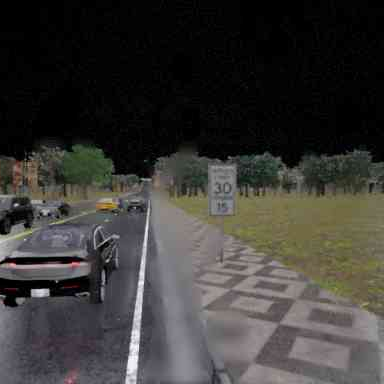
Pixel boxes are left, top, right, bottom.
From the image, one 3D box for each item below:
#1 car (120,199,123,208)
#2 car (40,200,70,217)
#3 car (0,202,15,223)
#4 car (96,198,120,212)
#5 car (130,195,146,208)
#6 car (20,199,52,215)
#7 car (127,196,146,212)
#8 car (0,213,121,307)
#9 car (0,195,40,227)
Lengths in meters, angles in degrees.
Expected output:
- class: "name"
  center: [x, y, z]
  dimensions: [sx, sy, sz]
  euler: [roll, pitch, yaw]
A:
- class: "car"
  center: [-11.270, 1.595, 49.185]
  dimensions: [2.033, 1.411, 5.357]
  euler: [0, 0, -7]
- class: "car"
  center: [-12.163, 1.491, 29.316]
  dimensions: [2.128, 1.511, 4.902]
  euler: [0, 0, -7]
- class: "car"
  center: [-14.805, 1.498, 24.187]
  dimensions: [1.812, 1.442, 4.674]
  euler: [0, 0, -7]
- class: "car"
  center: [-9.950, 1.511, 38.999]
  dimensions: [1.882, 1.535, 5.008]
  euler: [0, 0, -7]
- class: "car"
  center: [-8.118, 1.421, 50.350]
  dimensions: [2.097, 1.767, 4.553]
  euler: [0, 0, -7]
- class: "car"
  center: [-16.018, 1.513, 34.408]
  dimensions: [1.812, 1.442, 4.674]
  euler: [0, 0, -9]
- class: "car"
  center: [-6.857, 1.560, 40.539]
  dimensions: [1.837, 1.490, 4.892]
  euler: [0, 0, -7]
- class: "car"
  center: [-2.871, 1.499, 8.042]
  dimensions: [2.128, 1.511, 4.902]
  euler: [0, 0, -7]
- class: "car"
  center: [-10.890, 1.206, 19.014]
  dimensions: [2.150, 2.045, 5.566]
  euler: [0, 0, -7]
